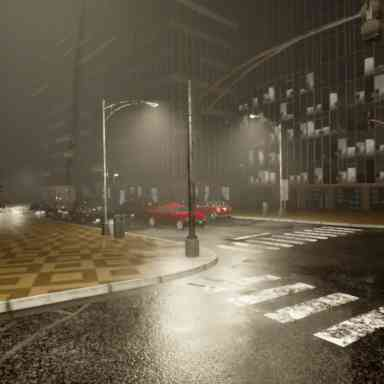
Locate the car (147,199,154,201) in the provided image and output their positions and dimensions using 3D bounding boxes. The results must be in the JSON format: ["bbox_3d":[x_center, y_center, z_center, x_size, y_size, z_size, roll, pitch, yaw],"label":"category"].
[{"bbox_3d":[-2.285,1.642,32.613,1.802,1.307,4.206,-2,1,-41],"label":"car"}]

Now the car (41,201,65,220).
[{"bbox_3d":[-12.364,1.705,31.435,1.967,1.590,4.097,-2,1,-41],"label":"car"}]

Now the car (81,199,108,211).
[{"bbox_3d":[-13.380,1.722,45.426,1.947,1.339,4.313,-2,1,-41],"label":"car"}]

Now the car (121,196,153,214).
[{"bbox_3d":[-5.990,1.407,36.878,2.192,1.841,5.009,-2,1,-41],"label":"car"}]

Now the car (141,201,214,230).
[{"bbox_3d":[-1.104,1.608,22.395,1.882,1.535,5.008,-2,1,-41],"label":"car"}]

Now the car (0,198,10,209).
[{"bbox_3d":[-30.821,2.005,52.765,1.802,1.307,4.206,-2,1,-41],"label":"car"}]

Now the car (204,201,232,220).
[{"bbox_3d":[1.411,1.468,28.341,1.967,1.590,4.097,-2,1,-41],"label":"car"}]

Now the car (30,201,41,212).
[{"bbox_3d":[-20.251,1.860,44.606,1.994,1.385,4.181,-2,1,-40],"label":"car"}]

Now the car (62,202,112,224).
[{"bbox_3d":[-8.669,1.798,27.171,1.947,1.339,4.313,-2,1,-41],"label":"car"}]

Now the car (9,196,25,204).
[{"bbox_3d":[-39.267,1.941,75.325,1.947,1.339,4.313,-2,1,-41],"label":"car"}]

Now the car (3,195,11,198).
[{"bbox_3d":[-42.965,1.950,79.597,1.887,1.381,4.507,-2,1,-41],"label":"car"}]

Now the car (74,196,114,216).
[{"bbox_3d":[-9.648,1.428,32.266,2.150,2.045,5.566,-2,0,-40],"label":"car"}]
